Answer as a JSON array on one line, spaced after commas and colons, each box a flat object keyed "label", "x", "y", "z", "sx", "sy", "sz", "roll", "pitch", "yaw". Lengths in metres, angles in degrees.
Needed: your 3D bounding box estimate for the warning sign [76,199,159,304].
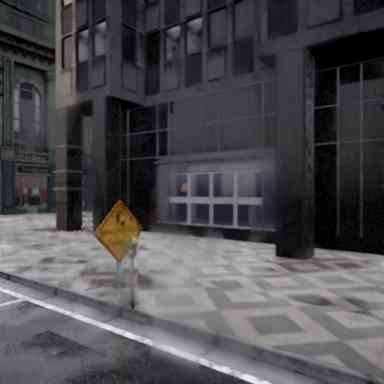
[{"label": "warning sign", "x": -1.513, "y": 1.093, "z": 6.868, "sx": 1.060, "sy": 1.860, "sz": 1.300, "roll": 0, "pitch": 0, "yaw": 35}]
